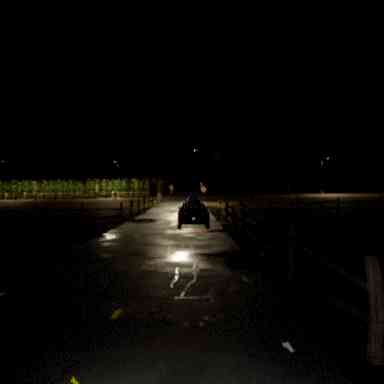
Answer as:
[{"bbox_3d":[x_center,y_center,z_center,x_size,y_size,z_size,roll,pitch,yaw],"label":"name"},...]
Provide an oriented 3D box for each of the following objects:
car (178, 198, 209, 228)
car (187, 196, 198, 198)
[{"bbox_3d":[0.098,1.382,21.525,1.882,1.535,5.008,0,0,0],"label":"car"},{"bbox_3d":[0.095,1.203,39.314,2.033,1.411,5.357,0,1,0],"label":"car"}]
